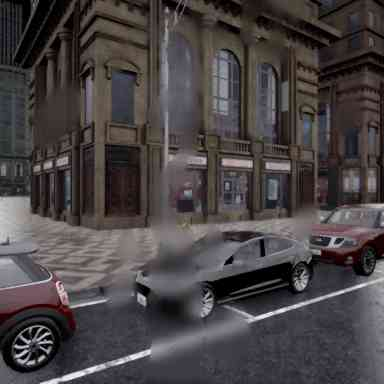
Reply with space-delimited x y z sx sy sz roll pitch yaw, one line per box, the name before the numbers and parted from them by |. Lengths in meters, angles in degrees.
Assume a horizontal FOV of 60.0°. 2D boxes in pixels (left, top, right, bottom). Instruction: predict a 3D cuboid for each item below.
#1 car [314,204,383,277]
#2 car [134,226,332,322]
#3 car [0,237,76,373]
car | 5.442 1.316 10.496 5.009 1.841 2.192 0 0 -35
car | 0.872 1.566 7.255 4.313 1.339 1.947 0 0 -35
car | -3.696 1.440 4.013 4.097 1.590 1.967 0 0 -35
